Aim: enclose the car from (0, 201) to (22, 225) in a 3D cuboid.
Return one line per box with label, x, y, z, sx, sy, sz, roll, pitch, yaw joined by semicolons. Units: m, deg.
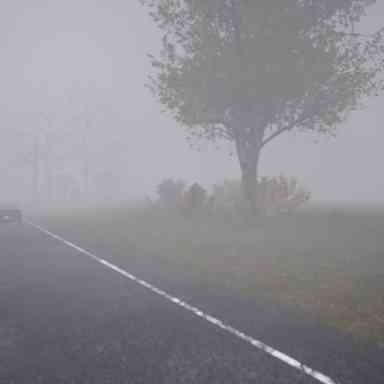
car;-12.935;1.423;22.862;1.882;1.535;5.008;0;0;-33
